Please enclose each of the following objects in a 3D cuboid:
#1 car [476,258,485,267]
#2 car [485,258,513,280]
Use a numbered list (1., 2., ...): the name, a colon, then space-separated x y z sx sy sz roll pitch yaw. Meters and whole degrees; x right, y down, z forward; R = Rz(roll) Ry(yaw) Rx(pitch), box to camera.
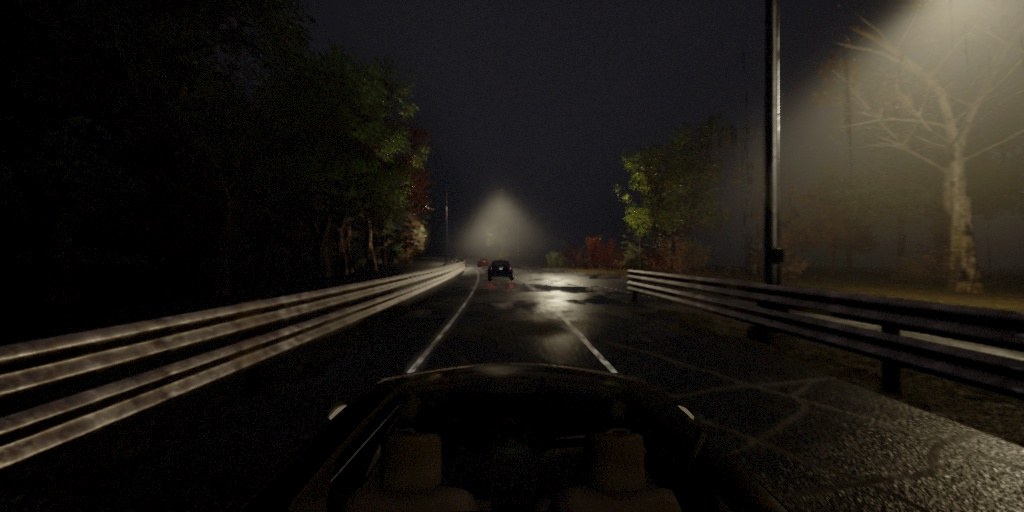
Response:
1. car: -5.145 1.053 63.698 2.097 1.767 4.553 0 0 -10
2. car: -1.099 1.100 31.664 2.097 1.767 4.553 0 0 -5
